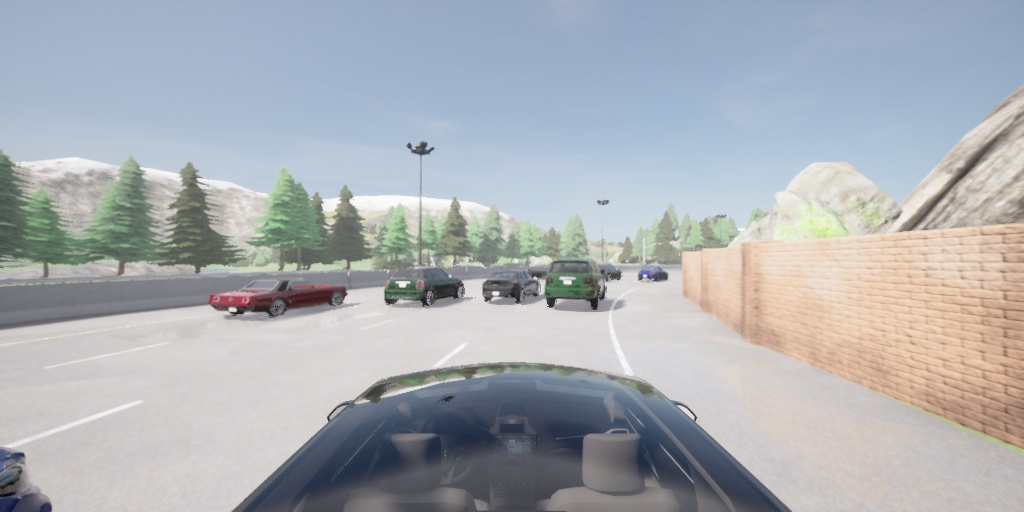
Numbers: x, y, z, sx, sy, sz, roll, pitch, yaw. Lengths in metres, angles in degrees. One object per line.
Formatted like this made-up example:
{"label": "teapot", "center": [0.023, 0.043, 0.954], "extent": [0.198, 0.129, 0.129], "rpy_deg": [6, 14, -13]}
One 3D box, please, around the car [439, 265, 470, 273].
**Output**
{"label": "car", "center": [-9.051, 2.046, 57.038], "extent": [1.895, 1.301, 4.718], "rpy_deg": [-1, -1, 42]}

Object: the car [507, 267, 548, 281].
{"label": "car", "center": [1.672, 1.802, 36.608], "extent": [1.895, 1.301, 4.718], "rpy_deg": [0, -1, 34]}

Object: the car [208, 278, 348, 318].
{"label": "car", "center": [-8.615, 1.493, 13.891], "extent": [1.895, 1.301, 4.718], "rpy_deg": [0, -1, 13]}

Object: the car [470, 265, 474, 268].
{"label": "car", "center": [-5.770, 1.963, 50.153], "extent": [1.895, 1.301, 4.718], "rpy_deg": [-1, -1, 40]}

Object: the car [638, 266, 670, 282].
{"label": "car", "center": [13.898, 1.729, 35.289], "extent": [1.812, 1.442, 4.674], "rpy_deg": [0, -1, 40]}

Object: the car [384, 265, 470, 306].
{"label": "car", "center": [-4.018, 1.292, 17.163], "extent": [2.097, 1.767, 4.553], "rpy_deg": [0, -1, 16]}

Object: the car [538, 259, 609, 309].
{"label": "car", "center": [3.042, 1.166, 16.559], "extent": [2.150, 2.045, 5.566], "rpy_deg": [0, -1, 19]}

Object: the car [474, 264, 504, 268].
{"label": "car", "center": [-2.486, 1.873, 48.583], "extent": [1.812, 1.442, 4.674], "rpy_deg": [-1, -1, 41]}

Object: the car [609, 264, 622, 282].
{"label": "car", "center": [9.090, 1.542, 34.845], "extent": [2.097, 1.767, 4.553], "rpy_deg": [0, -1, 36]}

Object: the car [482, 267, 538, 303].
{"label": "car", "center": [0.083, 1.469, 18.401], "extent": [1.837, 1.490, 4.892], "rpy_deg": [-1, -1, 20]}
